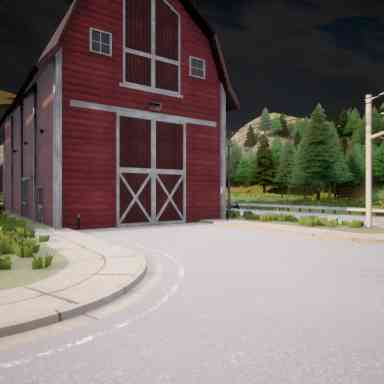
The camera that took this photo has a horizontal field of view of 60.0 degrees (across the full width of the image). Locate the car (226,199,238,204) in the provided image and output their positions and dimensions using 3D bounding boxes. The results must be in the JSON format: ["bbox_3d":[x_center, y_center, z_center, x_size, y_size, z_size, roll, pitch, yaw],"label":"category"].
[{"bbox_3d":[4.368,1.590,45.110,1.994,1.385,4.181,0,0,-35],"label":"car"}]
